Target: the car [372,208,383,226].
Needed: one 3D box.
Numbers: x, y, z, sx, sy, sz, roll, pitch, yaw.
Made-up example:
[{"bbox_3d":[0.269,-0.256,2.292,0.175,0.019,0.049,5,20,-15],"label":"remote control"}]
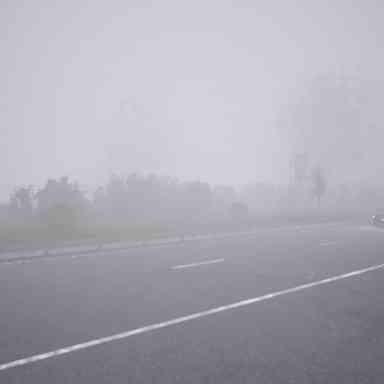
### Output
[{"bbox_3d":[14.484,1.596,23.344,4.892,1.490,1.837,0,0,-37],"label":"car"}]
